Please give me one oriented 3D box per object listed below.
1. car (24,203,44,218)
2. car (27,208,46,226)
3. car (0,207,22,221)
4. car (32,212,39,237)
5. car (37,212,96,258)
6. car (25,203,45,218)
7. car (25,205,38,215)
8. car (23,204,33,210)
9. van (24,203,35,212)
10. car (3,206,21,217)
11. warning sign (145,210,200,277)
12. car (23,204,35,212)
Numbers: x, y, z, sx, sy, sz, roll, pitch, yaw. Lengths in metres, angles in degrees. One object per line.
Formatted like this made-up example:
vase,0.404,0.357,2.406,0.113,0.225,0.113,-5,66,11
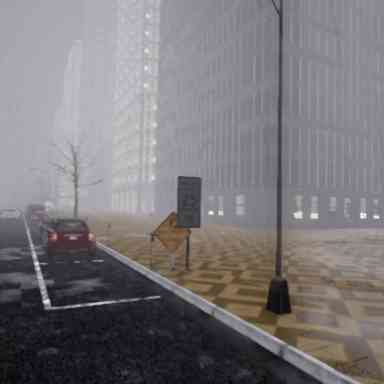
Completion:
car,-18.774,2.374,40.036,2.192,1.841,5.009,3,-3,-27
car,-13.547,2.390,29.926,1.802,1.307,4.206,3,-3,-27
car,-19.895,2.421,36.535,1.812,1.442,4.674,3,-2,-27
car,-8.252,2.126,19.860,1.947,1.339,4.313,3,-3,-27
car,-5.580,1.878,14.843,1.967,1.590,4.097,3,-3,-27
car,-21.392,2.499,45.085,2.192,1.841,5.009,3,-3,-27
car,-26.714,2.964,55.325,1.752,1.417,4.829,3,-3,-27
car,-39.729,3.615,80.418,2.008,1.369,4.403,3,-3,-27
van,-31.867,3.027,65.280,1.690,1.788,3.998,3,-3,-27
car,-24.811,2.695,46.008,1.994,1.385,4.181,3,-2,-27
warning sign,-0.605,1.502,10.141,1.300,1.860,1.060,2,-3,-27
car,-34.492,3.363,70.320,2.008,1.369,4.403,3,-3,-27
